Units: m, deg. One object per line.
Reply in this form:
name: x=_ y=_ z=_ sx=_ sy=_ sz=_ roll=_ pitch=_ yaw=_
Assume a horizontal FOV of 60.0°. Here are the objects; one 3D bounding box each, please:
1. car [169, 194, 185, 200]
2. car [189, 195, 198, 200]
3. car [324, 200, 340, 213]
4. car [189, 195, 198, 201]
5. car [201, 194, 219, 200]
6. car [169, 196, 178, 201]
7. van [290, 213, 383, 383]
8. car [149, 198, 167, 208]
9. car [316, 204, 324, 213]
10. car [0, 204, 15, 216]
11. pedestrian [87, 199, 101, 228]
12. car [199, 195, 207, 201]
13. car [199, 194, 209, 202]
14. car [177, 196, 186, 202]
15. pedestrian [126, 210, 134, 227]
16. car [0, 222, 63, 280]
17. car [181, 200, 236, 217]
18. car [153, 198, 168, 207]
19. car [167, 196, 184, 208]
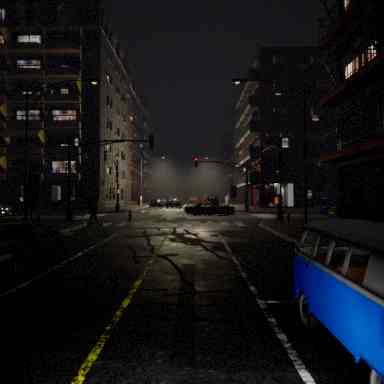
car: x=-2.574 y=1.556 z=57.184 sx=1.837 sy=1.490 sz=4.892 roll=0 pitch=0 yaw=0
car: x=0.353 y=1.583 z=77.653 sx=1.882 sy=1.535 sz=5.008 roll=0 pitch=0 yaw=0
car: x=13.868 y=1.454 z=27.726 sx=4.403 sy=1.369 sz=2.008 roll=0 pitch=-1 yaw=0
car: x=0.400 y=1.527 z=88.078 sx=2.128 sy=1.511 sz=4.902 roll=0 pitch=0 yaw=0
car: x=2.802 y=1.355 z=48.058 sx=2.192 sy=1.841 sz=5.009 roll=1 pitch=0 yaw=0
car: x=-4.908 y=1.715 z=86.980 sx=2.008 sy=1.369 sz=4.403 roll=1 pitch=0 yaw=0
van: x=2.569 y=1.343 z=4.346 sx=1.690 sy=1.788 sz=3.998 roll=1 pitch=0 yaw=0
car: x=-5.083 y=1.606 z=48.048 sx=1.947 sy=1.339 sz=4.313 roll=1 pitch=0 yaw=0
car: x=14.999 y=1.494 z=33.135 sx=5.008 sy=1.535 sz=1.882 roll=0 pitch=-1 yaw=1
car: x=-18.763 y=1.401 z=30.424 sx=4.553 sy=1.767 sz=2.097 roll=0 pitch=-1 yaw=0
pedestrian: x=-6.216 y=1.310 z=21.124 sx=0.375 sy=1.860 sz=0.375 roll=1 pitch=-1 yaw=0
car: x=2.973 y=1.605 z=86.980 sx=1.967 sy=1.590 sz=4.097 roll=1 pitch=0 yaw=0
car: x=2.950 y=1.448 z=81.416 sx=2.192 sy=1.841 sz=5.009 roll=1 pitch=0 yaw=0
car: x=-2.398 y=1.651 z=77.479 sx=2.033 sy=1.411 sz=5.357 roll=0 pitch=0 yaw=0
pedestrian: x=-4.038 y=1.691 z=21.703 sx=0.500 sy=1.100 sz=0.500 roll=1 pitch=-1 yaw=0
car: x=-5.257 y=1.588 z=9.968 sx=1.802 sy=1.307 sz=4.206 roll=1 pitch=0 yaw=0
car: x=1.652 y=1.590 z=30.277 sx=4.718 sy=1.301 sz=1.895 roll=0 pitch=-1 yaw=0
car: x=-5.058 y=1.612 z=53.609 sx=1.947 sy=1.339 sz=4.313 roll=1 pitch=0 yaw=0
car: x=-2.623 y=1.604 z=48.305 sx=1.994 sy=1.385 sz=4.181 roll=0 pitch=0 yaw=1
